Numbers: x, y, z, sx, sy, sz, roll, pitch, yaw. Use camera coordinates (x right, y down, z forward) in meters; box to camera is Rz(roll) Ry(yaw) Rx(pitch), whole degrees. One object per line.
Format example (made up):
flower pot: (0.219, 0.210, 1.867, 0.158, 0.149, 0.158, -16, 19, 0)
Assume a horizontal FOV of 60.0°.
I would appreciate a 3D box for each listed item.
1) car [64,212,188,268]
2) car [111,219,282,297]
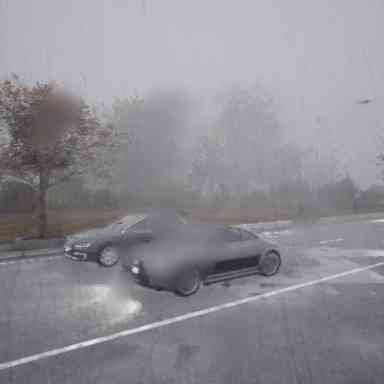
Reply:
car: (-1.751, 1.478, 11.338, 4.892, 1.490, 1.837, 0, 0, -36)
car: (0.365, 1.535, 8.549, 4.181, 1.385, 1.994, 0, 0, -35)
